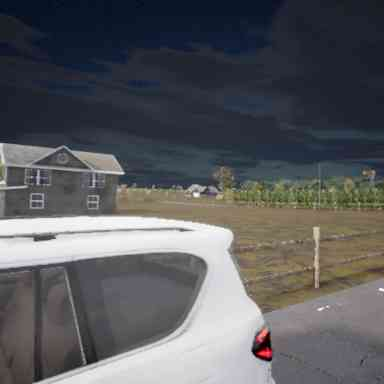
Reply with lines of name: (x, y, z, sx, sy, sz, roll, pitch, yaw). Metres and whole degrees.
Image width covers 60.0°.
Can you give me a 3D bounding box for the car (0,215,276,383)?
car: (-1.972, 1.216, 1.664, 5.566, 2.045, 2.150, 0, 0, -36)
